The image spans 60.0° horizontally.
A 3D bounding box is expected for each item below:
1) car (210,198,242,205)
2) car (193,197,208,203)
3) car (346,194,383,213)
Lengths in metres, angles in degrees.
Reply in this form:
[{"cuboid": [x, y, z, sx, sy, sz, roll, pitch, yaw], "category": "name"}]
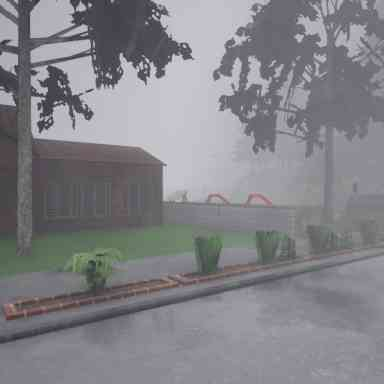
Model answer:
[{"cuboid": [4.856, 1.601, 43.912, 1.895, 1.301, 4.718, 0, 0, -35], "category": "car"}, {"cuboid": [2.349, 1.547, 54.453, 2.033, 1.411, 5.357, 0, 0, -36], "category": "car"}, {"cuboid": [16.035, 1.221, 28.266, 2.150, 2.045, 5.566, 0, 0, -36], "category": "car"}]
